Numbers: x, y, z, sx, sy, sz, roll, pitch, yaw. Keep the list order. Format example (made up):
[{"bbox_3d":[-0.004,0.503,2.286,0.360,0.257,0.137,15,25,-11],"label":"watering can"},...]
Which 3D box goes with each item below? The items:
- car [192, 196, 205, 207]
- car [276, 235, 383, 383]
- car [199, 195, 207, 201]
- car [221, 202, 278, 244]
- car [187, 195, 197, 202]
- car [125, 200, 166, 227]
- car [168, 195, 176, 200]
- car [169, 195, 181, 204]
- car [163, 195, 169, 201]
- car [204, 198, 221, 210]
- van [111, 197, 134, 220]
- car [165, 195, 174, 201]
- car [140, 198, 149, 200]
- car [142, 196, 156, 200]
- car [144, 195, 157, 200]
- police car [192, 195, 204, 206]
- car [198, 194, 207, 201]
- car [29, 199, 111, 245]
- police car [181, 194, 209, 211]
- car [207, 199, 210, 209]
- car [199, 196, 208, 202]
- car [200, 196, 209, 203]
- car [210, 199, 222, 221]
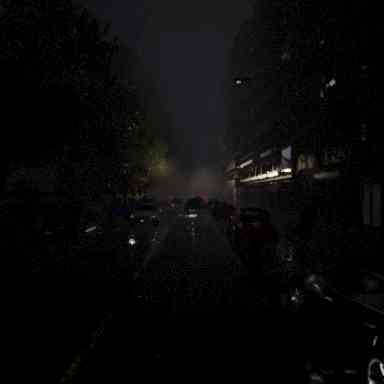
[{"bbox_3d":[0.913,1.477,50.637,1.882,1.535,5.008,0,0,0],"label":"car"},{"bbox_3d":[2.691,1.563,4.464,1.947,1.339,4.313,0,0,0],"label":"car"},{"bbox_3d":[2.709,1.471,83.288,1.967,1.590,4.097,0,0,0],"label":"car"},{"bbox_3d":[2.694,1.432,15.724,1.967,1.590,4.097,0,0,0],"label":"car"},{"bbox_3d":[0.018,1.374,75.151,2.033,1.411,5.357,0,0,0],"label":"car"},{"bbox_3d":[-3.094,1.516,22.969,1.812,1.442,4.674,0,0,0],"label":"car"},{"bbox_3d":[-5.669,1.596,94.550,2.008,1.369,4.403,0,0,0],"label":"car"},{"bbox_3d":[-2.992,1.608,65.904,1.895,1.301,4.718,0,0,0],"label":"car"},{"bbox_3d":[-5.673,1.463,77.660,1.967,1.590,4.097,0,0,0],"label":"car"},{"bbox_3d":[2.700,1.561,43.878,1.947,1.339,4.313,0,0,0],"label":"car"},{"bbox_3d":[-5.684,1.332,26.986,1.690,1.788,3.998,0,0,0],"label":"van"},{"bbox_3d":[-5.672,1.471,83.288,1.967,1.590,4.097,0,0,0],"label":"car"},{"bbox_3d":[-5.683,1.574,32.616,1.802,1.307,4.206,0,0,0],"label":"car"},{"bbox_3d":[-5.682,1.538,38.247,1.887,1.381,4.507,0,0,0],"label":"car"},{"bbox_3d":[-5.680,1.311,43.879,2.192,1.841,5.009,0,0,0],"label":"car"},{"bbox_3d":[0.913,1.428,56.748,1.930,1.638,5.238,0,0,0],"label":"police car"},{"bbox_3d":[2.709,1.353,88.918,2.192,1.841,5.009,0,0,0],"label":"car"},{"bbox_3d":[-5.686,1.307,15.726,2.192,1.841,5.009,0,0,0],"label":"car"},{"bbox_3d":[0.453,1.420,40.935,1.930,1.638,5.238,0,0,12],"label":"police car"},{"bbox_3d":[2.697,1.574,32.615,1.802,1.307,4.206,0,0,0],"label":"car"},{"bbox_3d":[2.707,1.568,77.658,1.887,1.381,4.507,0,0,0],"label":"car"},{"bbox_3d":[2.707,1.561,72.028,1.887,1.381,4.507,0,0,0],"label":"car"},{"bbox_3d":[2.697,1.517,27.155,1.752,1.417,4.829,0,0,0],"label":"car"}]
